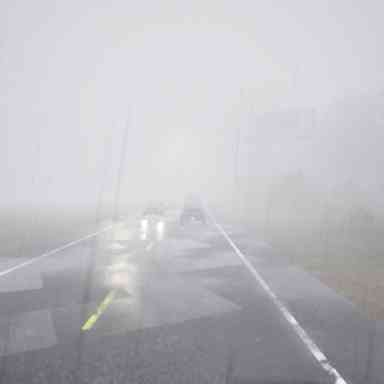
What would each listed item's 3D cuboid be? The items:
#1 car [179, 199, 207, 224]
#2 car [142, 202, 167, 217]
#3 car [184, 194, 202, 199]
[{"bbox_3d":[0.067,1.528,24.923,1.837,1.490,4.892,0,0,0],"label":"car"},{"bbox_3d":[-3.537,1.629,31.770,1.895,1.301,4.718,0,0,0],"label":"car"},{"bbox_3d":[0.089,1.258,43.593,2.150,2.045,5.566,0,0,0],"label":"car"}]
